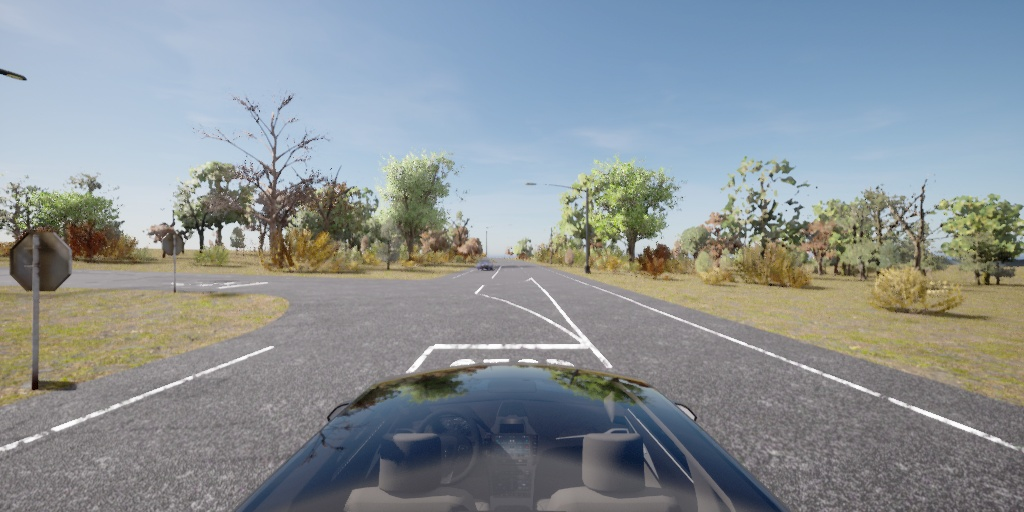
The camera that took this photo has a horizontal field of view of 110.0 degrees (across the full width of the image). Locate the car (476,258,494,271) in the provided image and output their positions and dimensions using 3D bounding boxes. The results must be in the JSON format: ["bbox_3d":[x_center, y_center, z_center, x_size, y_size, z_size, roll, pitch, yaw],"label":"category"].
[{"bbox_3d":[-3.608,1.101,48.550,2.097,1.767,4.553,0,0,0],"label":"car"}]
